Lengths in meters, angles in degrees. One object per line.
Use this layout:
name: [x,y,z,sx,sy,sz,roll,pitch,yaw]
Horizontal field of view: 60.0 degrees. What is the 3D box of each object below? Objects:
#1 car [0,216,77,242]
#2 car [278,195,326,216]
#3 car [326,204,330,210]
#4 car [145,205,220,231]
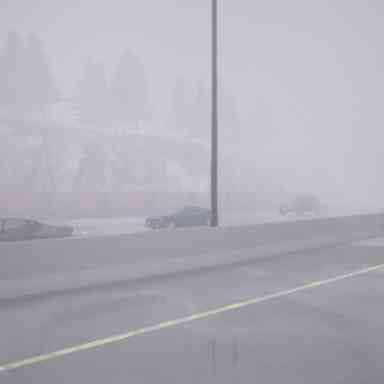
car: [-6.973,1.590,11.925,5.357,1.411,2.033,0,0,-36]
car: [11.317,1.381,34.723,5.566,2.045,2.150,1,-1,-41]
car: [16.367,1.801,44.104,4.718,1.301,1.895,0,0,-44]
car: [-0.521,1.565,20.948,5.008,1.535,1.882,1,0,-36]
